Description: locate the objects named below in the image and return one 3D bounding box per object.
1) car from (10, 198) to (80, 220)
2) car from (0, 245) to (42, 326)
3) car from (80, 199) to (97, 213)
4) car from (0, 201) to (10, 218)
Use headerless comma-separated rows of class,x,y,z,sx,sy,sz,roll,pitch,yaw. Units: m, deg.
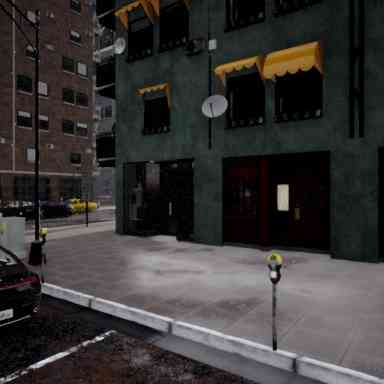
car,-11.222,1.345,25.664,1.994,1.385,4.181,0,1,35
car,-4.501,1.551,6.079,4.403,1.369,2.008,0,0,35
car,-10.985,1.250,30.512,1.752,1.417,4.829,1,1,35
car,-14.073,1.350,26.085,2.008,1.369,4.403,1,1,35
